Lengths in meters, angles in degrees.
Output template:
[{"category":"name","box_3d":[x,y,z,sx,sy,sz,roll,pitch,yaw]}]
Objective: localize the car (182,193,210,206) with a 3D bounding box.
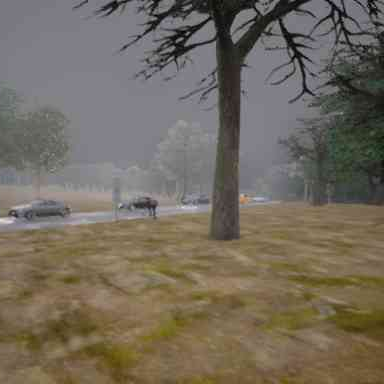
[{"category":"car","box_3d":[0.591,0.964,42.136,1.837,1.490,4.892,2,1,30]}]

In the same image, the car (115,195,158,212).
[{"category":"car","box_3d":[-5.381,1.058,32.712,2.128,1.511,4.902,2,2,34]}]

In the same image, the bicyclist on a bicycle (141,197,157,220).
[{"category":"bicyclist on a bicycle","box_3d":[-3.174,1.224,24.610,1.656,1.620,0.582,0,0,36]}]

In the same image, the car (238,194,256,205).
[{"category":"car","box_3d":[6.910,1.005,46.965,1.882,1.535,5.008,2,1,28]}]

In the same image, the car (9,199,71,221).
[{"category":"car","box_3d":[-11.175,1.256,24.670,1.994,1.385,4.181,2,2,37]}]

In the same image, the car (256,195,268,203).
[{"category":"car","box_3d":[11.525,1.197,56.329,1.895,1.301,4.718,2,0,23]}]
